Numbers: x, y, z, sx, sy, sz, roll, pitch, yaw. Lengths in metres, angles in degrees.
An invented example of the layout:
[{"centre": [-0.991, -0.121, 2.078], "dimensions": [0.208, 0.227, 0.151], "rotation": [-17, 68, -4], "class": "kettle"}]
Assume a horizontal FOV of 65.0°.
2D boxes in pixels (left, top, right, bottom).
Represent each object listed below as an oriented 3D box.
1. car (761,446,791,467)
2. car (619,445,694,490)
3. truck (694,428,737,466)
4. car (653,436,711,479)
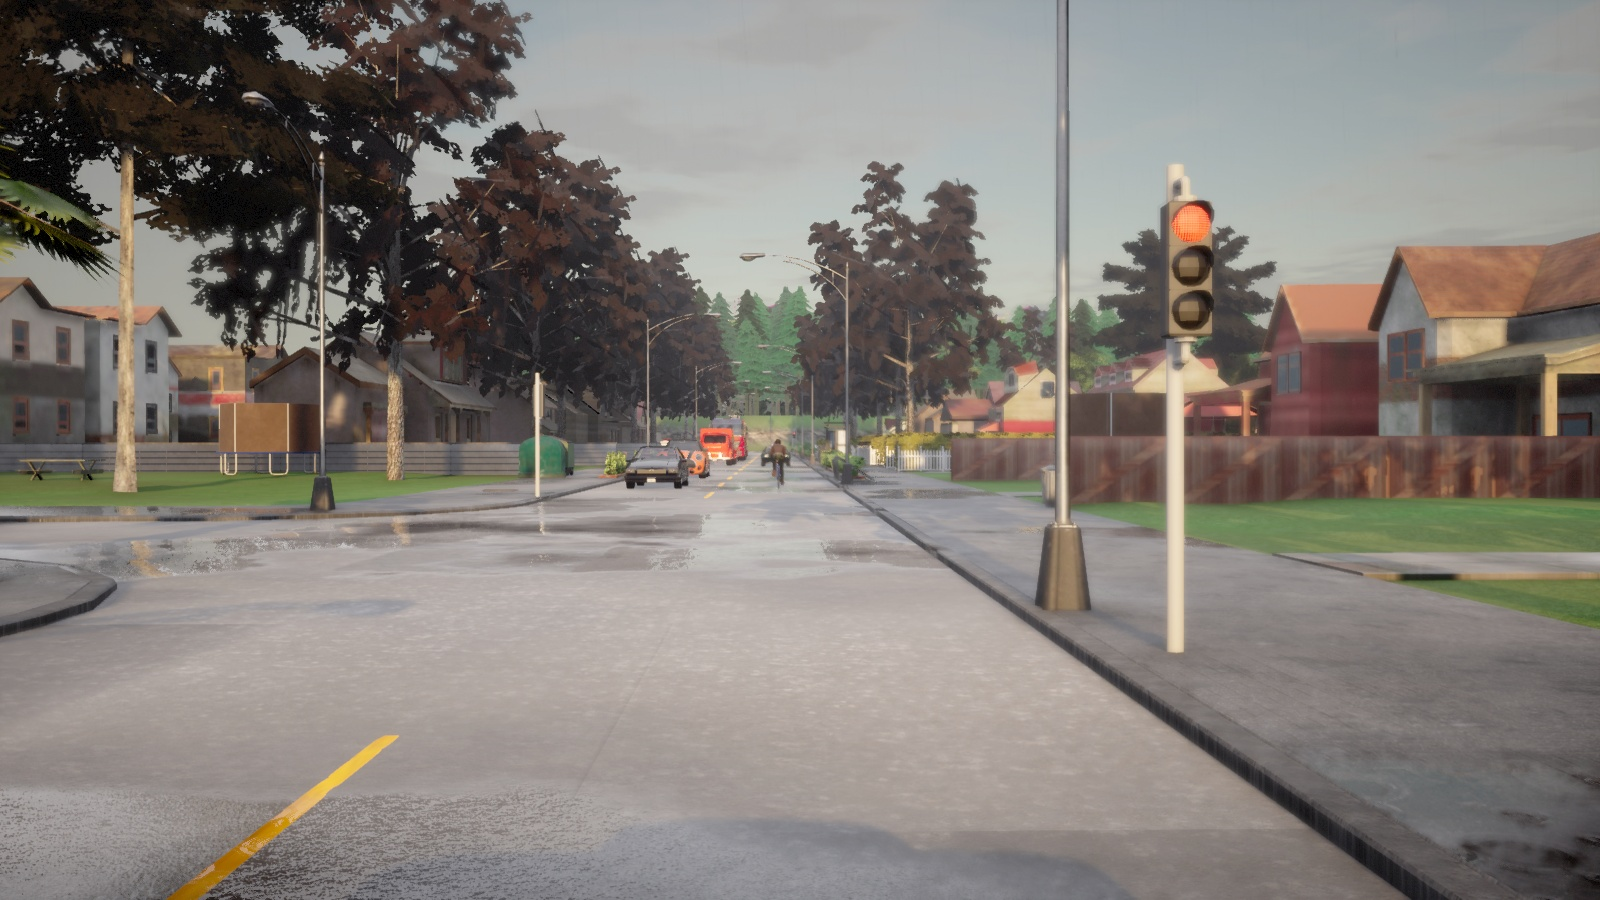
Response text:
[{"centre": [-1.557, 0.384, 81.793], "dimensions": [1.895, 1.301, 4.718], "rotation": [0, 0, -1], "class": "car"}, {"centre": [-4.789, 0.549, 42.690], "dimensions": [2.033, 1.411, 5.357], "rotation": [0, 0, -1], "class": "car"}, {"centre": [-5.609, -0.221, 84.343], "dimensions": [2.627, 2.467, 5.204], "rotation": [0, 0, -1], "class": "truck"}, {"centre": [-5.001, 0.298, 53.685], "dimensions": [2.097, 1.767, 4.553], "rotation": [0, 0, -1], "class": "car"}]
